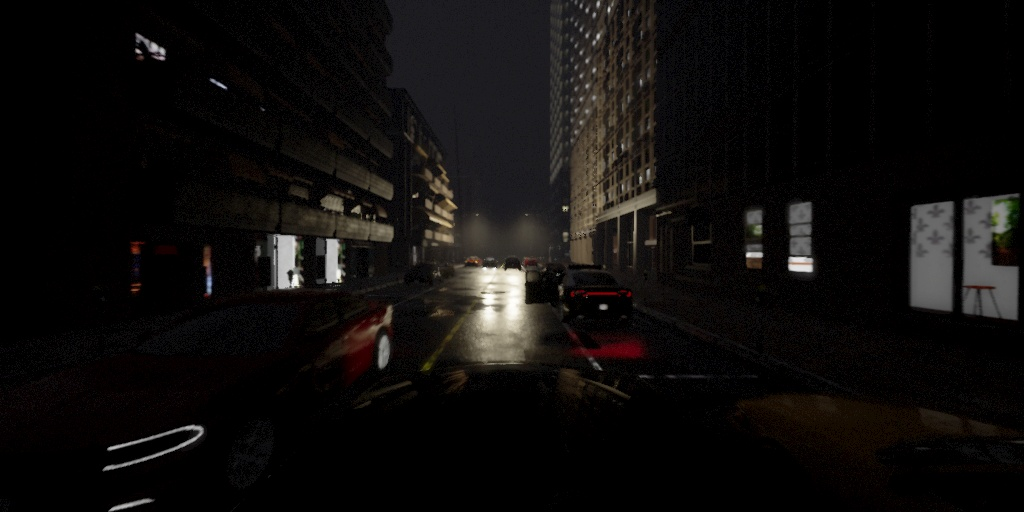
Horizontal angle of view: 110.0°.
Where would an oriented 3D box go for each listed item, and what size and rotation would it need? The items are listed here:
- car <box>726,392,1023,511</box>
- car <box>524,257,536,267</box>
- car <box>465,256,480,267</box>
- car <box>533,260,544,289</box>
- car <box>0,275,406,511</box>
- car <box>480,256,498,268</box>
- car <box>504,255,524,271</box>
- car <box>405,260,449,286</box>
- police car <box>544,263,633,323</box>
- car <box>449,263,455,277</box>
[{"bbox_3d":[2.690,1.282,1.130,1.751,1.417,4.829,0,0,0],"label":"car"},{"bbox_3d":[2.685,0.890,51.794,1.888,1.381,4.507,0,0,0],"label":"car"},{"bbox_3d":[-5.695,0.785,51.793,1.967,1.591,4.097,0,0,0],"label":"car"},{"bbox_3d":[2.688,1.134,23.553,1.948,1.339,4.313,0,0,0],"label":"car"},{"bbox_3d":[-3.102,1.203,4.626,1.882,1.535,5.008,0,0,0],"label":"car"},{"bbox_3d":[-3.006,0.926,50.577,1.994,1.385,4.181,0,0,0],"label":"car"},{"bbox_3d":[0.076,0.901,41.788,1.882,1.535,5.008,0,0,0],"label":"car"},{"bbox_3d":[-5.694,1.134,23.552,1.948,1.339,4.313,0,0,0],"label":"car"},{"bbox_3d":[2.366,1.089,11.869,1.930,1.638,5.238,0,0,0],"label":"police car"},{"bbox_3d":[-5.694,1.048,29.030,1.751,1.417,4.829,0,0,0],"label":"car"}]
